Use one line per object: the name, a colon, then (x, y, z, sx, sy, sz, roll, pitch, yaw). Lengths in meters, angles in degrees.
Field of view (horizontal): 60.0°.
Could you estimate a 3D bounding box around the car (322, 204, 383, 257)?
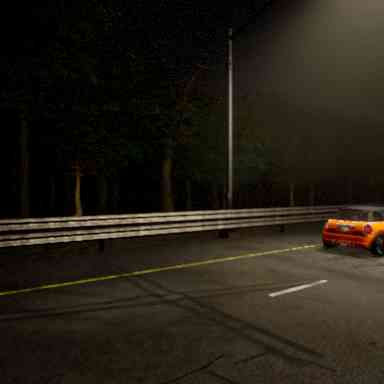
car: (7.270, 1.355, 13.232, 4.553, 1.767, 2.097, 0, 0, -35)
